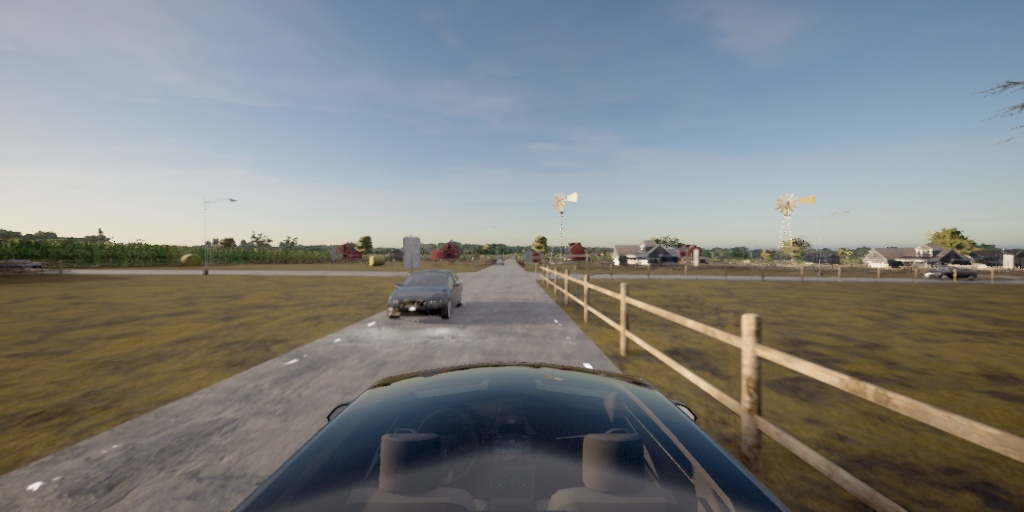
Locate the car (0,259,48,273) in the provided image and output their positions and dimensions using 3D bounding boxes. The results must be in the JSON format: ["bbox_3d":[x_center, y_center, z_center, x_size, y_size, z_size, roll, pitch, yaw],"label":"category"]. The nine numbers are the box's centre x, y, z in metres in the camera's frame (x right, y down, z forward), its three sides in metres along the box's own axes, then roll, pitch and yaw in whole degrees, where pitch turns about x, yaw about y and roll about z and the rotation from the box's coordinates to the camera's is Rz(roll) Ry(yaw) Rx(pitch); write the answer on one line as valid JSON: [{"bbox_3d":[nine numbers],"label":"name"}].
[{"bbox_3d":[-51.860,1.051,37.755,4.181,1.385,1.994,0,1,0],"label":"car"}]

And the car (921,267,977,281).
[{"bbox_3d":[49.096,1.962,40.349,4.902,1.511,2.128,1,1,0],"label":"car"}]

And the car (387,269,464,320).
[{"bbox_3d":[-2.844,1.256,12.679,1.837,1.490,4.892,0,0,0],"label":"car"}]
